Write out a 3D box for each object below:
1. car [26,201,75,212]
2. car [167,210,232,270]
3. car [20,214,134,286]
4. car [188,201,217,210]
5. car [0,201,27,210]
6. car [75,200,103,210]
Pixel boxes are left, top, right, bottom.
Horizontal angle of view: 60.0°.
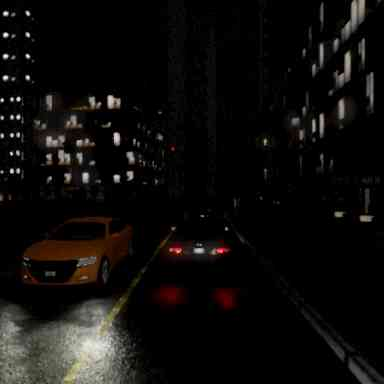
[{"bbox_3d":[-16.744,1.751,39.438,4.403,1.369,2.008,-1,1,12],"label":"car"},{"bbox_3d":[0.254,1.537,10.943,2.033,1.411,5.357,0,0,2],"label":"car"},{"bbox_3d":[-2.959,1.467,9.577,1.882,1.535,5.008,0,0,1],"label":"car"},{"bbox_3d":[0.787,1.471,24.857,1.837,1.490,4.892,0,0,3],"label":"car"},{"bbox_3d":[-26.026,1.984,49.956,4.313,1.339,1.947,-1,1,12],"label":"car"},{"bbox_3d":[-15.019,1.778,47.639,4.403,1.369,2.008,-1,1,12],"label":"car"}]
